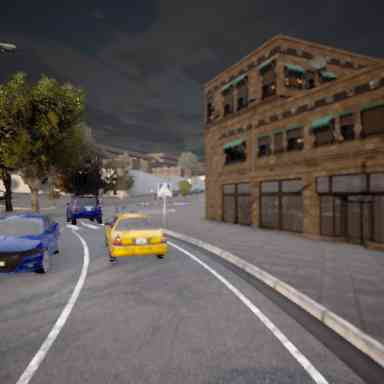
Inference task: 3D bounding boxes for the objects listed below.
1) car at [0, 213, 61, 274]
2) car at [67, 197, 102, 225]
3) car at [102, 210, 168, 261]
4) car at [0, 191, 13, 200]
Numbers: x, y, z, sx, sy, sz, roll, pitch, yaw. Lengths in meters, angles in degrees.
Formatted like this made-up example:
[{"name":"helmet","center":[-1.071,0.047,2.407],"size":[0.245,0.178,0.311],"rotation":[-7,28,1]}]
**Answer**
[{"name":"car","center":[-5.310,1.470,10.420],"size":[1.882,1.535,5.008],"rotation":[0,0,-16]},{"name":"car","center":[-8.521,1.392,26.200],"size":[2.150,2.045,5.566],"rotation":[0,-1,-26]},{"name":"car","center":[-2.224,1.447,12.305],"size":[1.801,1.575,5.366],"rotation":[0,0,-17]},{"name":"car","center":[-46.270,1.271,80.949],"size":[2.097,1.535,5.008],"rotation":[4,2,27]}]
